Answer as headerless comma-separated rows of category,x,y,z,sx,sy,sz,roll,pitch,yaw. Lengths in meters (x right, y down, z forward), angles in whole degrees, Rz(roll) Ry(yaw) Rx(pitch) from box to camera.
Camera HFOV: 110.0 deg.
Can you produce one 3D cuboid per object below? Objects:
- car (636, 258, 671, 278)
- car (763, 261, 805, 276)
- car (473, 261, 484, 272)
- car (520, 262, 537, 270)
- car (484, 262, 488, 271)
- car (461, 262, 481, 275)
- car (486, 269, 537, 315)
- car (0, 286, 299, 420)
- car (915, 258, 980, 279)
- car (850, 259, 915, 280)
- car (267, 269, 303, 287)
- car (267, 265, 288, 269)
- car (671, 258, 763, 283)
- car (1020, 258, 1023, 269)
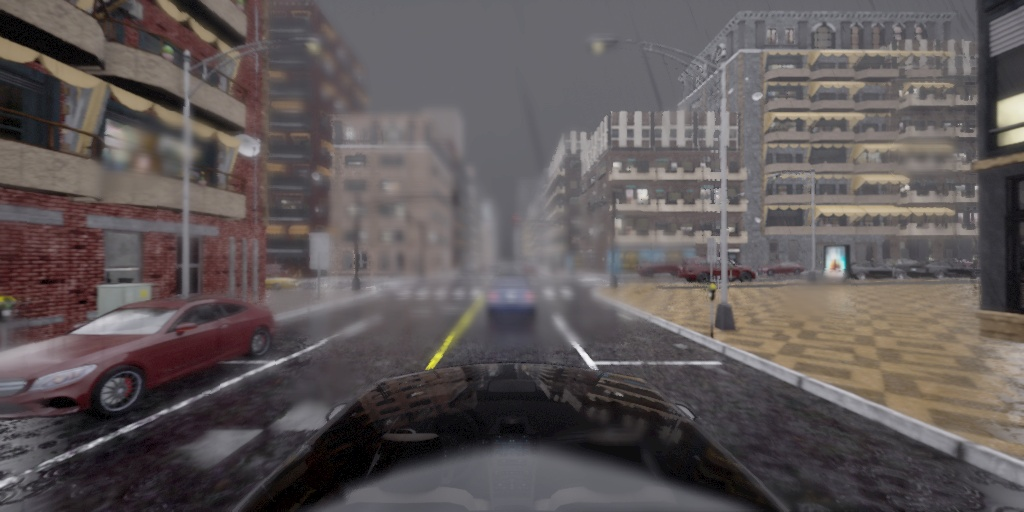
car,14.572,1.110,34.294,5.009,1.841,2.192,0,0,0
car,25.663,1.171,34.395,4.207,1.307,1.802,0,0,0
car,-5.696,1.845,53.464,1.751,1.417,4.829,0,0,0
car,2.684,1.759,53.637,1.967,1.591,4.097,0,0,0
car,-5.697,1.698,59.316,2.192,1.841,5.009,0,0,0
car,-5.695,1.822,47.952,1.948,1.339,4.313,0,0,0
car,0.009,1.433,14.373,2.033,1.411,5.357,0,-1,1
car,-5.741,1.377,5.931,1.802,1.307,4.207,0,0,0
car,31.348,0.976,26.066,4.313,1.339,1.948,0,0,0
car,25.801,1.080,26.015,4.313,1.339,1.948,0,0,0
car,-17.633,1.843,25.623,4.829,1.417,1.751,0,0,0
car,-23.602,1.810,33.917,5.009,1.841,2.192,0,0,0
car,14.707,1.035,25.915,5.009,1.841,2.192,0,0,0
car,47.239,0.666,31.927,4.892,1.490,1.837,-1,0,0
